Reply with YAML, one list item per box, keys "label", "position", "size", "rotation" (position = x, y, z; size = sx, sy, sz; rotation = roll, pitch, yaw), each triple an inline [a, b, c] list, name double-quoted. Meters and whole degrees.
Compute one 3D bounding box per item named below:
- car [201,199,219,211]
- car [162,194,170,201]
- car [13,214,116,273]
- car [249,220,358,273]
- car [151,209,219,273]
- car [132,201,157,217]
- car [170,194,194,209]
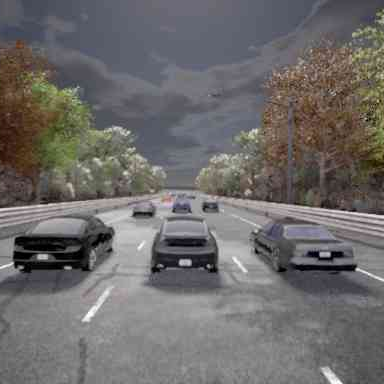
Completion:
- label: "car"
  position: [2.211, 1.584, 41.920]
  size: [1.882, 1.535, 5.008]
  rotation: [1, 0, -2]
- label: "car"
  position: [-6.076, 1.375, 80.155]
  size: [2.097, 1.767, 4.553]
  rotation: [1, 0, -2]
- label: "car"
  position: [-3.744, 1.445, 10.638]
  size: [1.882, 1.535, 5.008]
  rotation: [1, 0, -2]
- label: "car"
  position: [3.252, 1.616, 10.850]
  size: [2.033, 1.411, 5.357]
  rotation: [1, 0, -2]
- label: "car"
  position: [-0.243, 1.525, 10.734]
  size: [1.837, 1.490, 4.892]
  rotation: [1, 0, -2]
- label: "car"
  position: [-4.450, 1.559, 31.646]
  size: [1.994, 1.385, 4.181]
  rotation: [1, 0, -2]
- label: "car"
  position: [-1.214, 1.405, 39.695]
  size: [2.097, 1.767, 4.553]
  rotation: [1, 0, -2]
